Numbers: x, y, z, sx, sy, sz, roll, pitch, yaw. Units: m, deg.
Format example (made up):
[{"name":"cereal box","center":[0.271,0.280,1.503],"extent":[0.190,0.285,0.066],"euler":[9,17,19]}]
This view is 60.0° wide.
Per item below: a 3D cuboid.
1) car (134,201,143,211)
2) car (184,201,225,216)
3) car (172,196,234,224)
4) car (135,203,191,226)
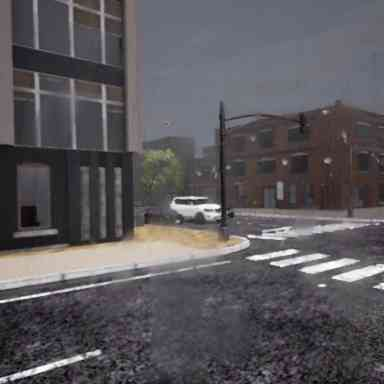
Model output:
[{"name":"car","center":[-8.308,1.948,47.943],"extent":[2.008,1.369,4.403],"euler":[-3,1,-37]},{"name":"car","center":[1.273,1.693,35.296],"extent":[2.008,1.369,4.403],"euler":[-3,1,-37]},{"name":"car","center":[0.394,1.384,26.583],"extent":[2.150,2.045,5.566],"euler":[-1,0,-37]},{"name":"car","center":[-2.344,1.798,25.700],"extent":[1.947,1.339,4.313],"euler":[-3,1,-37]}]
